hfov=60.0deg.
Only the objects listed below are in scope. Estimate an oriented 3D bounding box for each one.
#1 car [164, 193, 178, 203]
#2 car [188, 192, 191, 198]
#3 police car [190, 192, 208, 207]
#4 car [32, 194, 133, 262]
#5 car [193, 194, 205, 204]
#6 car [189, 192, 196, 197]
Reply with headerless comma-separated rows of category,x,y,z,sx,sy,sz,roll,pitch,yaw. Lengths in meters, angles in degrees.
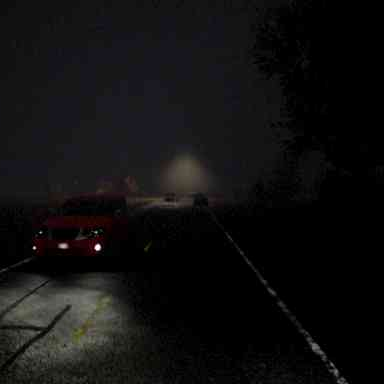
car,-3.506,0.887,55.921,2.097,1.767,4.553,0,1,0
car,0.070,0.695,77.528,2.128,1.511,4.902,0,1,0
police car,1.089,1.078,43.269,1.930,1.638,5.238,0,1,0
car,-3.590,1.131,12.043,2.150,2.045,5.566,0,0,0
car,1.098,1.067,53.161,1.837,1.490,4.892,0,1,0
car,0.077,0.624,93.999,1.812,1.442,4.674,0,1,0
